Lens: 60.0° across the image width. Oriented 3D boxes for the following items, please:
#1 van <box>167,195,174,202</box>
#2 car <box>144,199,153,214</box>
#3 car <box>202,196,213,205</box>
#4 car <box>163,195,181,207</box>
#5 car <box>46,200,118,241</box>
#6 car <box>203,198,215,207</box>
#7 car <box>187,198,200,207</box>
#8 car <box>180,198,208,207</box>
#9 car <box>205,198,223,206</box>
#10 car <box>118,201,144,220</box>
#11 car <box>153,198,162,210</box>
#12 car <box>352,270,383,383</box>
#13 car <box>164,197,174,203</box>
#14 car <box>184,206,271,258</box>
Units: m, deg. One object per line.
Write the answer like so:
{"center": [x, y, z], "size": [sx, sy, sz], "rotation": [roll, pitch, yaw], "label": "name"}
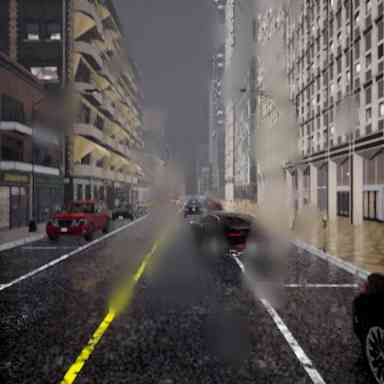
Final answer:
{"center": [-5.464, 1.608, 84.989], "size": [1.690, 1.788, 3.998], "rotation": [0, 0, 0], "label": "van"}
{"center": [-5.599, 1.645, 34.151], "size": [2.008, 1.369, 4.403], "rotation": [0, 0, 0], "label": "car"}
{"center": [2.856, 1.628, 62.371], "size": [1.967, 1.590, 4.097], "rotation": [0, 0, 0], "label": "car"}
{"center": [-2.896, 1.506, 52.942], "size": [2.097, 1.767, 4.553], "rotation": [0, 0, 1], "label": "car"}
{"center": [-5.644, 1.361, 17.206], "size": [2.192, 1.841, 5.009], "rotation": [0, 0, 0], "label": "car"}
{"center": [2.841, 1.750, 56.723], "size": [1.802, 1.307, 4.206], "rotation": [0, 0, 0], "label": "car"}
{"center": [0.250, 1.729, 56.163], "size": [1.994, 1.385, 4.181], "rotation": [0, 0, 0], "label": "car"}
{"center": [0.177, 1.636, 32.096], "size": [2.033, 1.411, 5.357], "rotation": [0, 0, 0], "label": "car"}
{"center": [2.796, 1.694, 39.777], "size": [1.802, 1.307, 4.206], "rotation": [0, 0, 0], "label": "car"}
{"center": [-5.614, 1.643, 28.503], "size": [1.947, 1.339, 4.313], "rotation": [0, 0, 0], "label": "car"}
{"center": [-5.570, 1.654, 45.278], "size": [1.752, 1.417, 4.829], "rotation": [0, 0, 0], "label": "car"}
{"center": [3.111, 1.233, 1.879], "size": [2.150, 2.045, 5.566], "rotation": [0, 0, 0], "label": "car"}
{"center": [-5.480, 1.813, 79.340], "size": [1.947, 1.339, 4.313], "rotation": [0, 0, 0], "label": "car"}
{"center": [1.277, 1.540, 13.080], "size": [1.837, 1.490, 4.892], "rotation": [-1, 0, -17], "label": "car"}
